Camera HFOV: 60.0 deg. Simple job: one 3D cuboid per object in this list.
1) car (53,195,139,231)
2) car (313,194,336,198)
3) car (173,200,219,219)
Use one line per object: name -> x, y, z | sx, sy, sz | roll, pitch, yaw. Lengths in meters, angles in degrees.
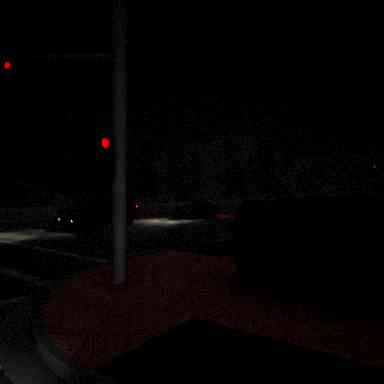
car -> -5.952, 1.221, 21.344 | 2.150, 2.045, 5.566 | 0, 0, 38
car -> 14.435, 1.216, 35.524 | 2.150, 2.045, 5.566 | 0, -1, 39
car -> 0.404, 1.478, 29.367 | 1.882, 1.535, 5.008 | 0, 0, 39
